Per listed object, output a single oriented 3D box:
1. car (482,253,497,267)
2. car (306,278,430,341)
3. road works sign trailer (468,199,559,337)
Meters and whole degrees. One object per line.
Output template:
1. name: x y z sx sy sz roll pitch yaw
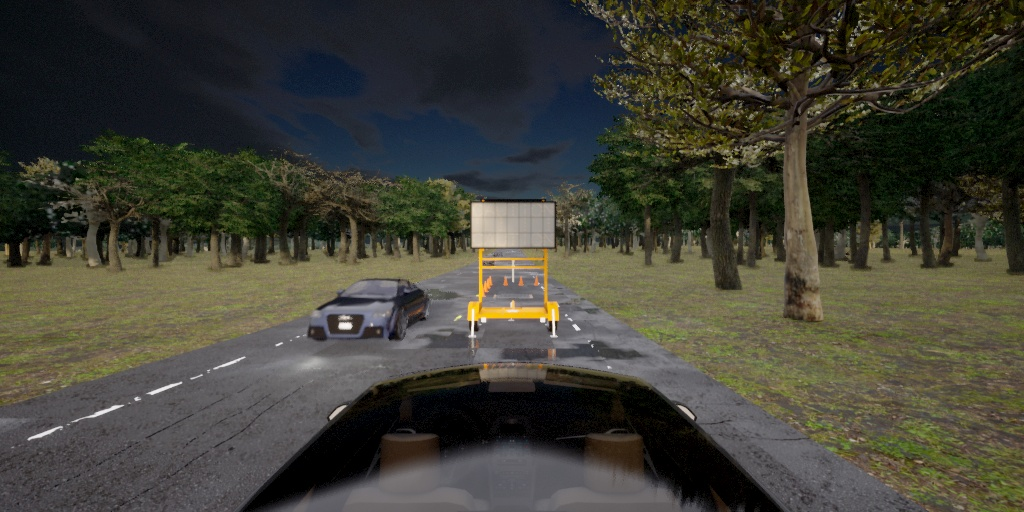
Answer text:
1. car: -3.430 0.705 49.527 1.837 1.490 4.892 0 1 0
2. car: -3.568 1.300 9.669 1.994 1.385 4.181 0 0 0
3. road works sign trailer: 0.034 0.198 10.187 2.380 3.560 2.880 0 0 0
